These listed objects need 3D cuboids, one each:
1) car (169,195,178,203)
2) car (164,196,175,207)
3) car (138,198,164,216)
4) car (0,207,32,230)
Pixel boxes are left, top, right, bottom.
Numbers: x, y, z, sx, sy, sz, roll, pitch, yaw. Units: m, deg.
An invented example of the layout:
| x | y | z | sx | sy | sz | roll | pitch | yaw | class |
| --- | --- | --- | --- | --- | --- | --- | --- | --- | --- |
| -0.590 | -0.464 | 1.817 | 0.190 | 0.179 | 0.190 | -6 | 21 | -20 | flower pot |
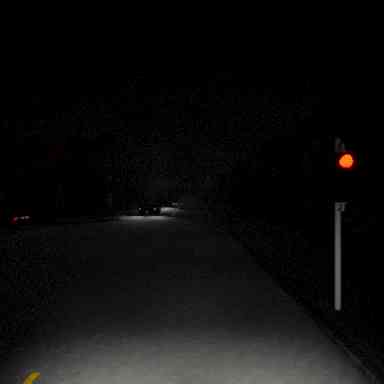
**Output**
| x | y | z | sx | sy | sz | roll | pitch | yaw | class |
| --- | --- | --- | --- | --- | --- | --- | --- | --- | --- |
| -3.962 | 1.358 | 66.914 | 2.097 | 1.767 | 4.553 | 0 | 0 | 0 | car |
| -4.073 | 1.599 | 49.552 | 1.895 | 1.301 | 4.718 | 0 | 0 | 0 | car |
| -4.093 | 1.524 | 32.604 | 1.812 | 1.442 | 4.674 | 0 | 0 | 0 | car |
| -12.291 | 1.547 | 19.434 | 5.357 | 1.411 | 2.033 | 0 | 0 | 4 | car |
